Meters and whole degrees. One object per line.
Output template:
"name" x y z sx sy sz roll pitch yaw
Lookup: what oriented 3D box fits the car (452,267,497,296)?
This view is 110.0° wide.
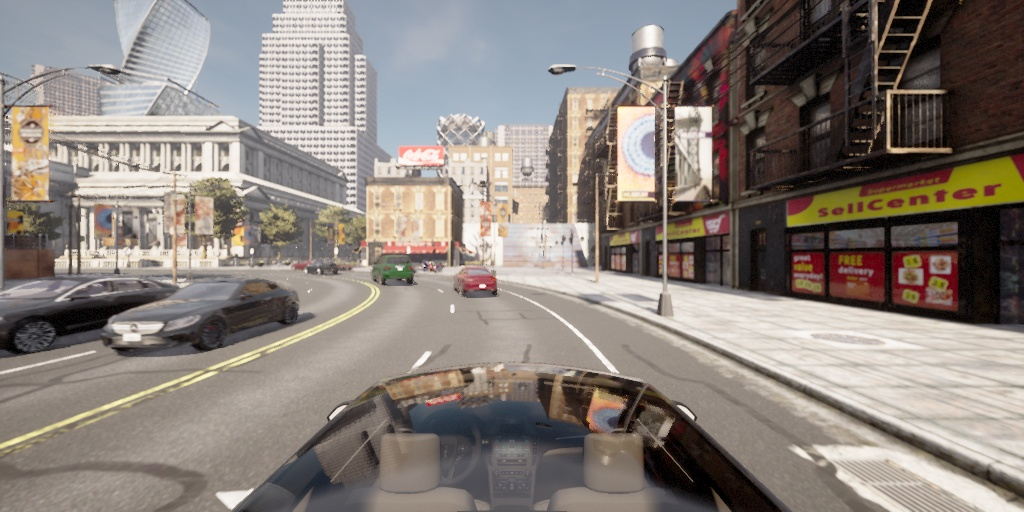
"car" -2.086 1.293 19.442 1.812 1.442 4.674 0 0 -17

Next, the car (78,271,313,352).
"car" -7.241 1.281 9.066 1.812 1.442 4.674 0 0 -2

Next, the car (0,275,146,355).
"car" -10.716 1.247 8.767 2.128 1.511 4.902 0 0 -3

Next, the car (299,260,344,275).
"car" -20.719 1.281 38.866 4.892 1.490 1.837 -2 -1 36

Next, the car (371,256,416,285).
"car" -8.942 0.993 26.587 2.150 2.045 5.566 0 0 -30
